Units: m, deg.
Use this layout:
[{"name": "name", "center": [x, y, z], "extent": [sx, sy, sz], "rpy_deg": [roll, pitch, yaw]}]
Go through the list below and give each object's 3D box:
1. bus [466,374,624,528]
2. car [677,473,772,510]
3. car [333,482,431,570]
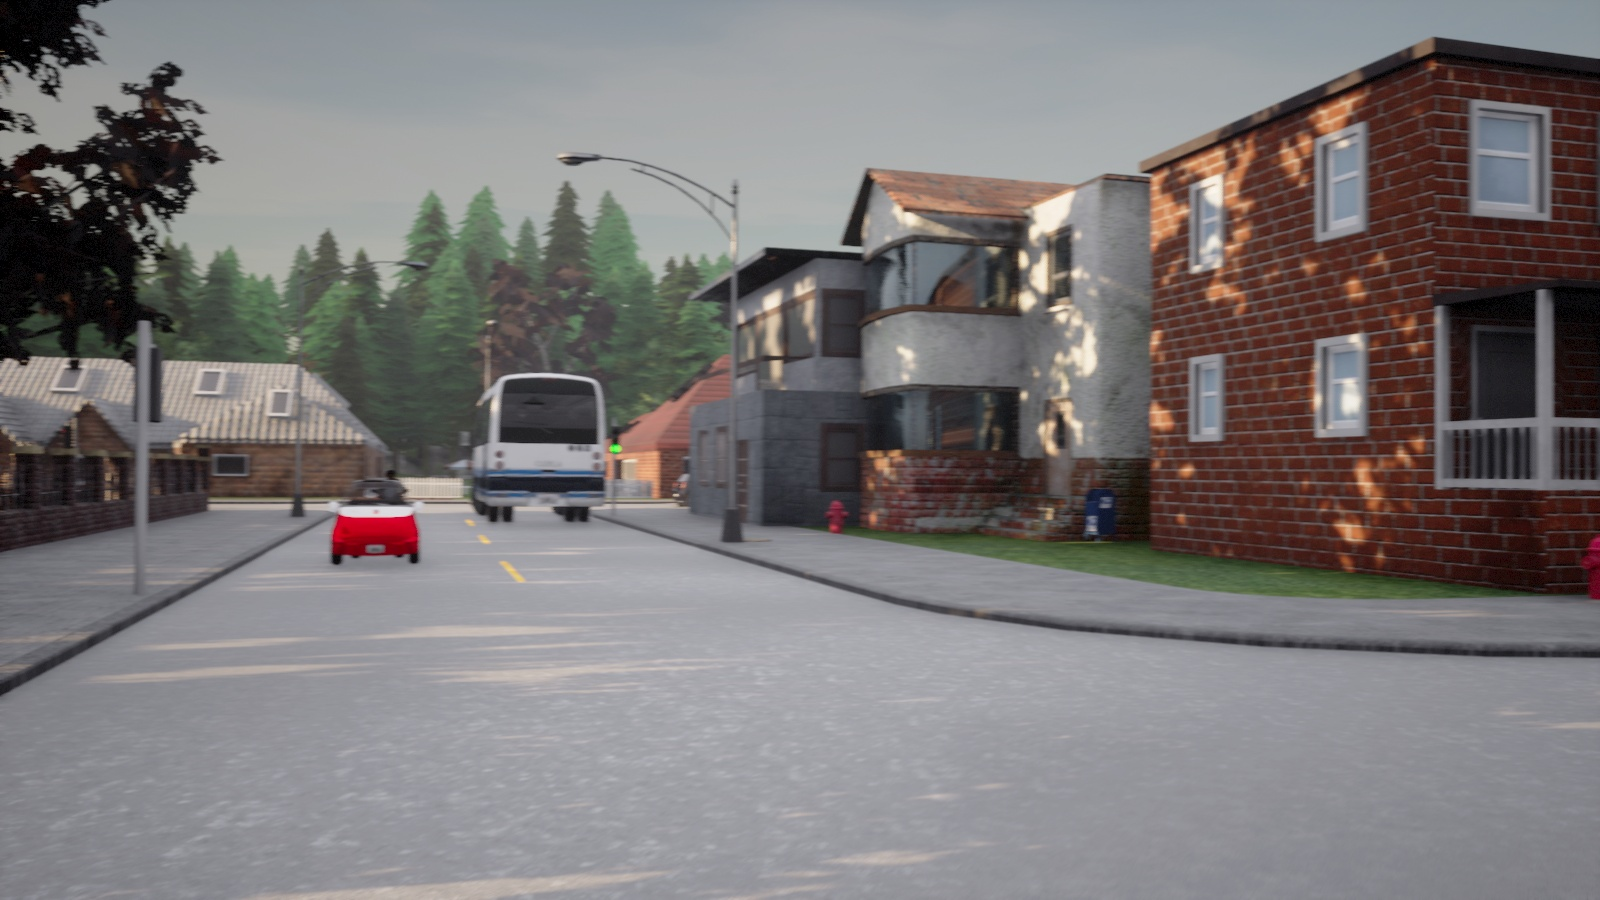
[{"name": "bus", "center": [-8.439, 0.123, 40.175], "extent": [3.944, 4.253, 10.273], "rpy_deg": [1, -1, -17]}, {"name": "car", "center": [-3.171, 1.725, 52.717], "extent": [3.633, 1.501, 1.845], "rpy_deg": [0, -1, -19]}, {"name": "car", "center": [-7.011, 1.231, 21.154], "extent": [1.481, 1.376, 2.207], "rpy_deg": [0, -1, -17]}]
